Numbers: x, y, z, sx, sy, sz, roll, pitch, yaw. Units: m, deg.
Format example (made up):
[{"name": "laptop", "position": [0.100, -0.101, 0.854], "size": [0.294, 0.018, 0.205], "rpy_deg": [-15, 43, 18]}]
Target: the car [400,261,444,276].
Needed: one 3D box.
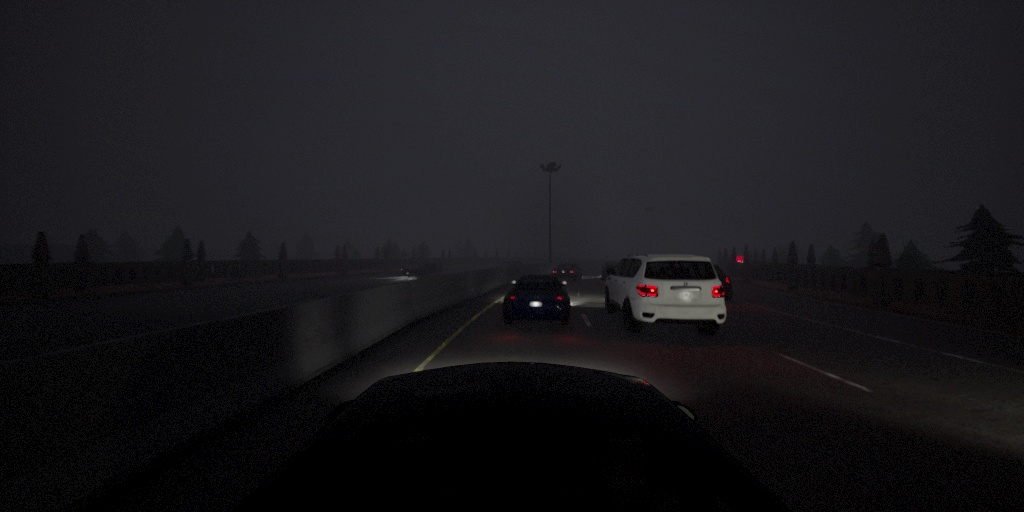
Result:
[{"name": "car", "position": [-8.544, 1.171, 34.688], "size": [2.033, 1.411, 5.357], "rpy_deg": [0, 0, 18]}]

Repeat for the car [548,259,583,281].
[{"name": "car", "position": [4.630, 1.241, 29.423], "size": [2.033, 1.411, 5.357], "rpy_deg": [0, 0, 18]}]

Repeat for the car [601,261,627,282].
[{"name": "car", "position": [8.621, 1.213, 30.127], "size": [1.837, 1.490, 4.892], "rpy_deg": [0, 0, 19]}]

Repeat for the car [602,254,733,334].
[{"name": "car", "position": [4.221, 0.965, 10.804], "size": [2.150, 2.045, 5.566], "rpy_deg": [0, 0, 6]}]

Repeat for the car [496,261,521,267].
[{"name": "car", "position": [-0.127, 1.199, 37.268], "size": [2.033, 1.411, 5.357], "rpy_deg": [0, 0, 21]}]

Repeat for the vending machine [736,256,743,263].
[{"name": "vending machine", "position": [25.273, 0.946, 40.023], "size": [1.100, 2.100, 0.880], "rpy_deg": [0, 0, 30]}]

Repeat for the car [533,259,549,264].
[{"name": "car", "position": [4.861, 1.148, 55.404], "size": [1.812, 1.442, 4.674], "rpy_deg": [0, 0, 29]}]

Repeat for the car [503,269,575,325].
[{"name": "car", "position": [0.881, 1.290, 11.864], "size": [1.994, 1.385, 4.181], "rpy_deg": [0, 0, 6]}]
